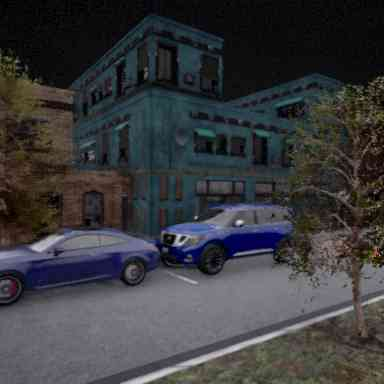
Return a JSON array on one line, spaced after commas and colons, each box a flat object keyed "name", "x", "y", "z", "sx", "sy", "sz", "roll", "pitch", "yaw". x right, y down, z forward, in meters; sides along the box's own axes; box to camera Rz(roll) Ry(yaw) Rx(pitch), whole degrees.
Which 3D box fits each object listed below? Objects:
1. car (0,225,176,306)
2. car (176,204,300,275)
[{"name": "car", "x": -2.989, "y": 1.619, "z": 8.332, "sx": 4.674, "sy": 1.452, "sz": 2.002, "roll": 2, "pitch": -1, "yaw": -36}, {"name": "car", "x": 1.466, "y": 1.446, "z": 11.544, "sx": 5.566, "sy": 2.045, "sz": 2.435, "roll": 2, "pitch": -1, "yaw": -36}]
